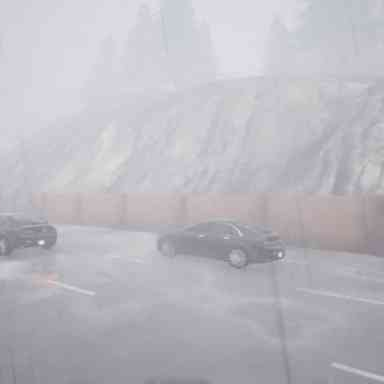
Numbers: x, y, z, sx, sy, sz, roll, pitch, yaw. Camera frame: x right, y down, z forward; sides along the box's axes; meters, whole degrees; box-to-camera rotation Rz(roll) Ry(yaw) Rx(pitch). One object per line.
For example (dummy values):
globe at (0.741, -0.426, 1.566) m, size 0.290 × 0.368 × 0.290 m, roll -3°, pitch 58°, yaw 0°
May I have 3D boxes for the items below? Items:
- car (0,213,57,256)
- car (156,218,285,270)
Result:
car at (-7.576, 1.640, 13.906) m, size 4.892 × 1.490 × 1.837 m, roll 0°, pitch -1°, yaw 37°
car at (0.852, 1.720, 11.992) m, size 4.892 × 1.490 × 1.837 m, roll 0°, pitch -1°, yaw 37°
